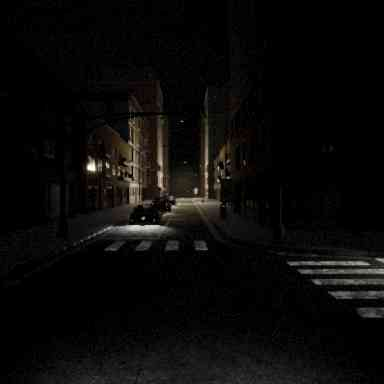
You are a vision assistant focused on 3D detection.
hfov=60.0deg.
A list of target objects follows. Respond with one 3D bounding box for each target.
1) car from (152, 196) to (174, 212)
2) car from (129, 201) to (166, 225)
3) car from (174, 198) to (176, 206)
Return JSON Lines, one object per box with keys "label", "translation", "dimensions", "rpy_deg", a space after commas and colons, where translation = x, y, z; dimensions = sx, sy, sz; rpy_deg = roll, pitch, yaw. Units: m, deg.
{"label": "car", "translation": [-3.436, 1.335, 37.582], "dimensions": [2.097, 1.767, 4.553], "rpy_deg": [0, 0, -1]}
{"label": "car", "translation": [-3.234, 1.558, 23.915], "dimensions": [1.994, 1.385, 4.181], "rpy_deg": [0, 0, -1]}
{"label": "car", "translation": [-3.614, 1.458, 54.430], "dimensions": [2.128, 1.511, 4.902], "rpy_deg": [0, 0, 0]}
